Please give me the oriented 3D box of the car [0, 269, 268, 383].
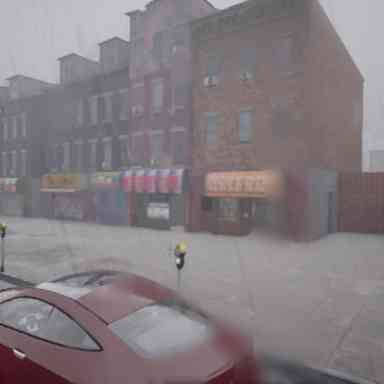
[{"bbox_3d":[-1.265,1.562,3.707,4.206,1.307,1.802,0,1,36],"label":"car"}]
